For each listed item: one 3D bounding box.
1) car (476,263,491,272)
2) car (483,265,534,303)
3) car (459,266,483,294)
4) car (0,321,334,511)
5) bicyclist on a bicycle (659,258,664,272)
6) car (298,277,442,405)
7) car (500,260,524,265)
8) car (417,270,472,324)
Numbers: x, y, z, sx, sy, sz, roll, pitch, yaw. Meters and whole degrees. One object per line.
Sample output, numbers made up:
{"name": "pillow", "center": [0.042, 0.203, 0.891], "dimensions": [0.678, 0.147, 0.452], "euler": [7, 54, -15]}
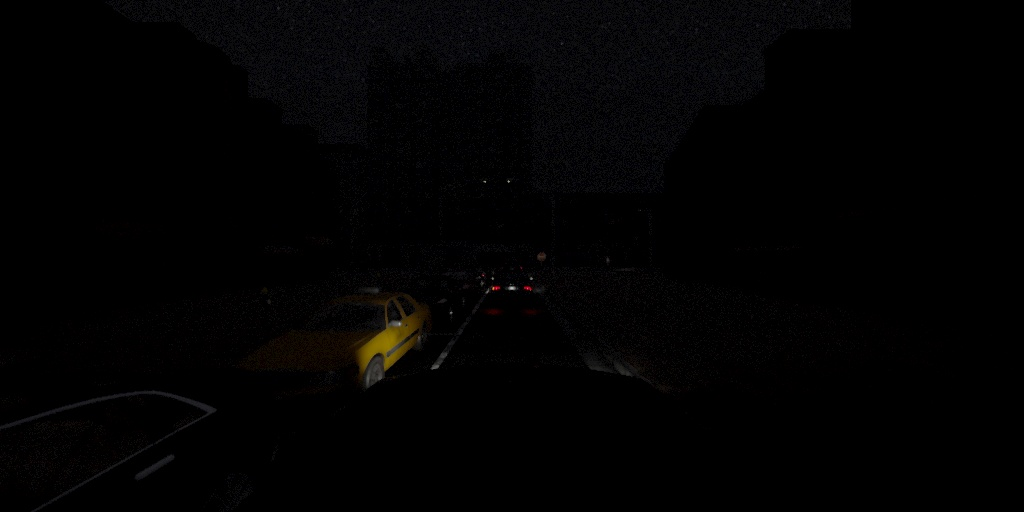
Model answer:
{"name": "car", "center": [-2.638, 1.312, 22.851], "dimensions": [1.948, 1.339, 4.313], "euler": [0, 0, 0]}
{"name": "car", "center": [0.000, 1.311, 16.501], "dimensions": [2.033, 1.411, 5.357], "euler": [0, 0, 0]}
{"name": "car", "center": [-2.638, 1.328, 17.399], "dimensions": [1.802, 1.307, 4.207], "euler": [0, 0, 0]}
{"name": "car", "center": [-2.638, 1.298, 1.043], "dimensions": [2.007, 1.370, 4.403], "euler": [0, 0, 0]}
{"name": "bicyclist on a bicycle", "center": [17.358, 1.017, 41.439], "dimensions": [0.582, 1.620, 1.656], "euler": [0, 0, 0]}
{"name": "car", "center": [-2.638, 1.273, 6.325], "dimensions": [1.751, 1.417, 4.829], "euler": [0, 0, 0]}
{"name": "car", "center": [0.000, 1.112, 31.471], "dimensions": [2.097, 1.767, 4.553], "euler": [0, 0, 0]}
{"name": "car", "center": [-2.638, 1.313, 11.947], "dimensions": [1.948, 1.339, 4.313], "euler": [0, 0, 0]}
